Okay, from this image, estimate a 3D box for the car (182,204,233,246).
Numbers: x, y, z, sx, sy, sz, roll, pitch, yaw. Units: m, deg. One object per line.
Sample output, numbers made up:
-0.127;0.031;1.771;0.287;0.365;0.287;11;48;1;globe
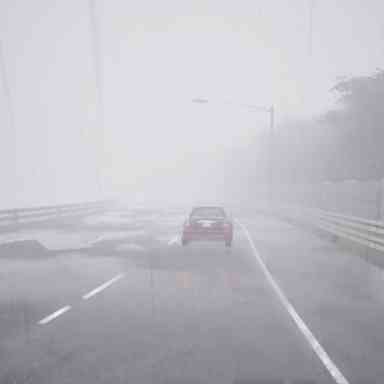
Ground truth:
0.836;1.353;15.537;2.097;1.767;4.553;0;0;7;car
